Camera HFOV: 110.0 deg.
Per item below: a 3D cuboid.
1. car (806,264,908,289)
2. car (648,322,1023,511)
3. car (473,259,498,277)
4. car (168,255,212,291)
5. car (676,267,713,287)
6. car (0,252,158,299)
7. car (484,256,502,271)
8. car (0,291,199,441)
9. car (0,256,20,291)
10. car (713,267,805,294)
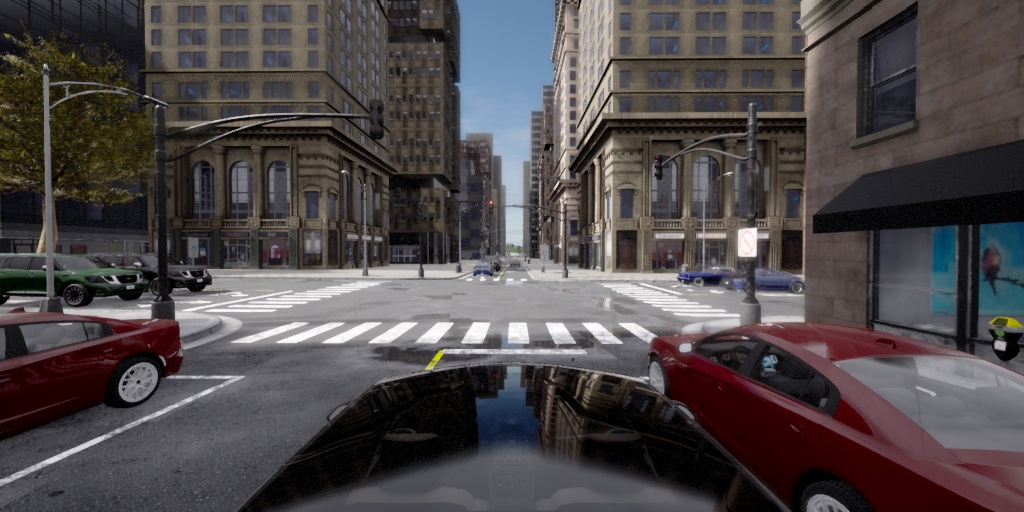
[{"bbox_3d":[23.190,1.357,24.248,5.008,1.535,1.882,0,1,0],"label":"car"},{"bbox_3d":[2.770,1.294,3.371,1.888,1.381,4.507,0,0,0],"label":"car"},{"bbox_3d":[-2.809,1.287,36.220,2.033,1.411,5.357,0,0,0],"label":"car"},{"bbox_3d":[-18.333,0.853,17.909,5.566,2.045,2.150,0,1,0],"label":"car"},{"bbox_3d":[13.810,1.400,24.334,4.718,1.301,1.895,0,1,1],"label":"car"},{"bbox_3d":[-18.340,0.900,14.659,5.566,2.045,2.150,0,1,0],"label":"car"},{"bbox_3d":[-2.714,0.959,46.406,2.150,2.045,5.566,0,0,1],"label":"car"},{"bbox_3d":[-5.755,1.294,3.438,1.888,1.381,4.507,0,0,0],"label":"car"},{"bbox_3d":[-28.420,0.901,18.001,4.553,1.767,2.097,0,1,1],"label":"car"},{"bbox_3d":[14.634,1.418,21.076,4.181,1.385,1.994,0,1,0],"label":"car"}]
